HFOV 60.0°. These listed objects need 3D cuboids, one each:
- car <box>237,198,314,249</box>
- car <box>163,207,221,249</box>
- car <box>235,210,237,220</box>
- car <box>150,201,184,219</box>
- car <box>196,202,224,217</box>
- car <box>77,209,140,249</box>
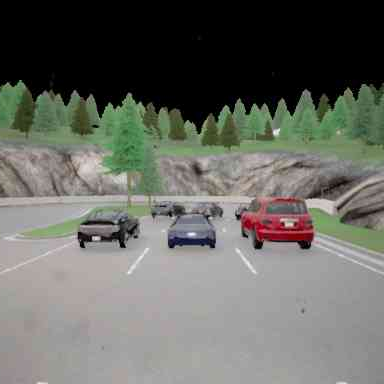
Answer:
[{"bbox_3d":[3.513,1.255,14.580,2.150,2.045,5.566,0,0,1],"label":"car"},{"bbox_3d":[0.012,1.569,14.590,1.994,1.385,4.181,0,0,1],"label":"car"},{"bbox_3d":[4.741,1.614,27.105,1.895,1.301,4.718,0,0,16],"label":"car"},{"bbox_3d":[-1.991,1.492,29.026,2.128,1.511,4.902,0,0,16],"label":"car"},{"bbox_3d":[1.371,1.561,28.051,2.033,1.411,5.357,0,0,16],"label":"car"},{"bbox_3d":[-3.487,1.492,14.630,2.128,1.511,4.902,0,0,1],"label":"car"}]
